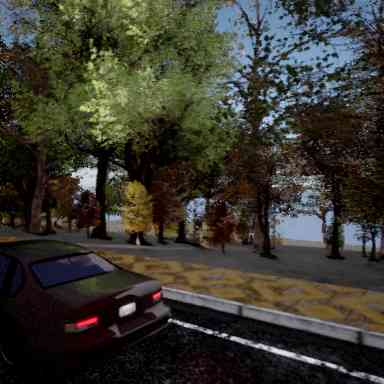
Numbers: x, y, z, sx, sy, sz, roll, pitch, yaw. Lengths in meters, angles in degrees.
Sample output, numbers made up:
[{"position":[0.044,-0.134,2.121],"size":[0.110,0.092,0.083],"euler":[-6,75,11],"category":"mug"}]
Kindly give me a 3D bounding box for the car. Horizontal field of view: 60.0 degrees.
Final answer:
[{"position":[-2.879,1.554,5.703],"size":[5.357,1.411,2.033],"euler":[0,0,35],"category":"car"}]
